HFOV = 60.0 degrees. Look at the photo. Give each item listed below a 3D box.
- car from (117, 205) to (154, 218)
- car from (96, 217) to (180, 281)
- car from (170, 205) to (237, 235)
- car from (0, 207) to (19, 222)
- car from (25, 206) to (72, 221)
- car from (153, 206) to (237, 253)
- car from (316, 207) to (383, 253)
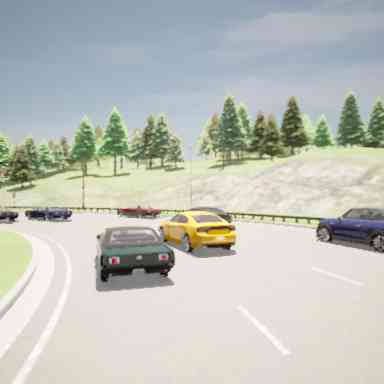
[{"bbox_3d":[-5.360,1.890,33.038,4.718,1.301,1.895,-1,-1,41],"label":"car"},{"bbox_3d":[-1.977,1.694,10.292,1.895,1.301,4.718,0,0,-18],"label":"car"},{"bbox_3d":[0.563,1.665,20.859,1.837,1.490,4.892,1,-1,-31],"label":"car"},{"bbox_3d":[-17.134,1.925,28.709,4.718,1.301,1.895,-1,-1,32],"label":"car"},{"bbox_3d":[-13.129,1.914,30.239,4.718,1.301,1.895,-1,-1,34],"label":"car"},{"bbox_3d":[0.064,1.592,14.539,1.882,1.535,5.008,0,-1,-23],"label":"car"},{"bbox_3d":[7.536,1.421,14.408,2.097,1.767,4.553,0,0,-19],"label":"car"}]
